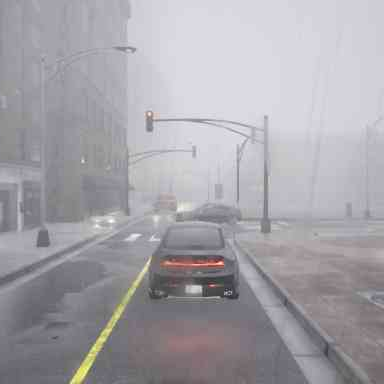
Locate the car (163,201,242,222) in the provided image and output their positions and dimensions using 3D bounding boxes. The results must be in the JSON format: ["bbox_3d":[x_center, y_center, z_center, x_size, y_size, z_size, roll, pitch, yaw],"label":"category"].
[{"bbox_3d":[0.960,1.492,21.519,4.902,1.511,2.128,0,0,-30],"label":"car"}]

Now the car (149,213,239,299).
[{"bbox_3d":[0.060,1.505,8.409,1.837,1.490,4.892,0,0,1],"label":"car"}]

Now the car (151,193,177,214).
[{"bbox_3d":[-2.827,1.232,36.506,2.150,2.045,5.566,0,0,1],"label":"car"}]

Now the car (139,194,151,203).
[{"bbox_3d":[-8.388,1.295,70.081,5.566,2.045,2.150,0,0,9],"label":"car"}]
